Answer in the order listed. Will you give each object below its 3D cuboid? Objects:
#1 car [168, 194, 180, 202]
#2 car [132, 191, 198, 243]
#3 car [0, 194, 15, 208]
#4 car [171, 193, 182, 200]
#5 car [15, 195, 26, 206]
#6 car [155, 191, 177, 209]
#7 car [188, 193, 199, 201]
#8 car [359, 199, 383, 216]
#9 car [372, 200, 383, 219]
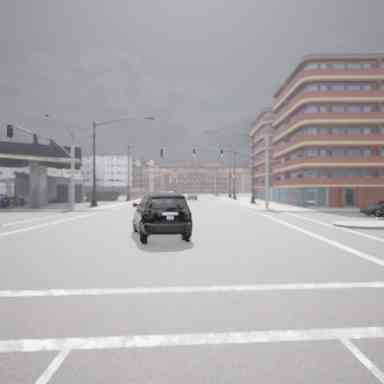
[{"bbox_3d":[-3.237,1.115,61.947,2.033,1.411,5.357,0,0,0],"label":"car"},{"bbox_3d":[-1.544,1.110,15.849,2.150,2.045,5.566,0,0,-14],"label":"car"},{"bbox_3d":[-23.310,1.030,37.891,4.611,1.667,2.242,0,0,1],"label":"car"},{"bbox_3d":[-3.323,1.010,72.275,2.128,1.511,4.902,0,0,0],"label":"car"},{"bbox_3d":[-24.026,1.151,43.643,3.806,1.475,1.970,0,0,1],"label":"car"},{"bbox_3d":[-3.116,0.933,41.335,2.150,2.045,5.566,0,0,2],"label":"car"},{"bbox_3d":[0.213,1.018,68.001,2.128,1.511,4.902,0,0,0],"label":"car"},{"bbox_3d":[16.685,1.309,27.962,4.892,1.490,1.837,0,0,0],"label":"car"},{"bbox_3d":[16.303,1.429,24.488,4.718,1.301,1.895,0,0,-3],"label":"car"}]
